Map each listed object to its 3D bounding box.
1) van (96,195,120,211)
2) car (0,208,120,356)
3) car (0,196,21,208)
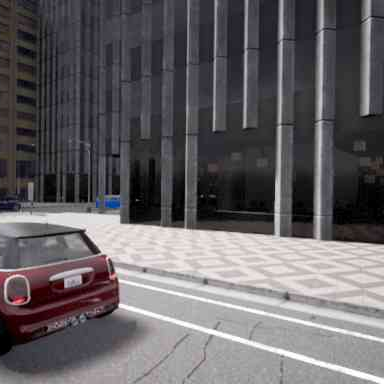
[{"bbox_3d":[-9.712,1.314,40.287,1.690,1.788,3.998,1,1,36],"label":"van"},{"bbox_3d":[-3.496,1.344,6.171,4.553,1.767,2.097,0,0,35],"label":"car"},{"bbox_3d":[-20.680,1.246,35.104,2.097,1.767,4.553,1,1,36],"label":"car"}]
